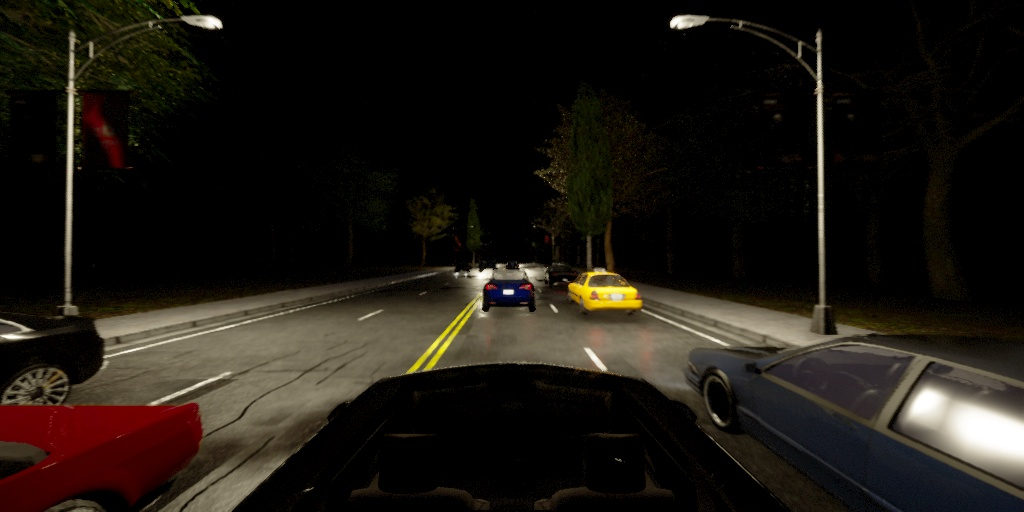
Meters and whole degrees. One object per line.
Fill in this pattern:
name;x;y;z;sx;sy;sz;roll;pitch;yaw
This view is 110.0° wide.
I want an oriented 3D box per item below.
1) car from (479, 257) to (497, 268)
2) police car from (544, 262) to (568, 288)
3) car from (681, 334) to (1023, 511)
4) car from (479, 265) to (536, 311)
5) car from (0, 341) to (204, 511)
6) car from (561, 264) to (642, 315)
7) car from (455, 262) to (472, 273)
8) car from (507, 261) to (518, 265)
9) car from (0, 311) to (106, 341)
car;-3.238;1.149;48.628;2.150;2.045;5.566;0;0;0
police car;3.257;1.250;24.595;1.930;1.638;5.238;0;0;0
car;3.250;1.299;2.482;2.033;1.411;5.357;0;0;0
car;-0.100;1.295;14.777;2.163;1.488;4.792;0;0;1
car;-3.352;1.346;0.539;1.895;1.301;4.718;0;0;0
car;3.253;1.244;13.673;1.801;1.575;5.366;0;0;0
car;-6.487;1.504;48.794;2.033;1.411;5.357;0;0;0
car;0.068;1.490;48.609;2.033;1.411;5.357;0;0;1
car;-6.600;1.246;2.916;2.128;1.511;4.902;0;0;0
